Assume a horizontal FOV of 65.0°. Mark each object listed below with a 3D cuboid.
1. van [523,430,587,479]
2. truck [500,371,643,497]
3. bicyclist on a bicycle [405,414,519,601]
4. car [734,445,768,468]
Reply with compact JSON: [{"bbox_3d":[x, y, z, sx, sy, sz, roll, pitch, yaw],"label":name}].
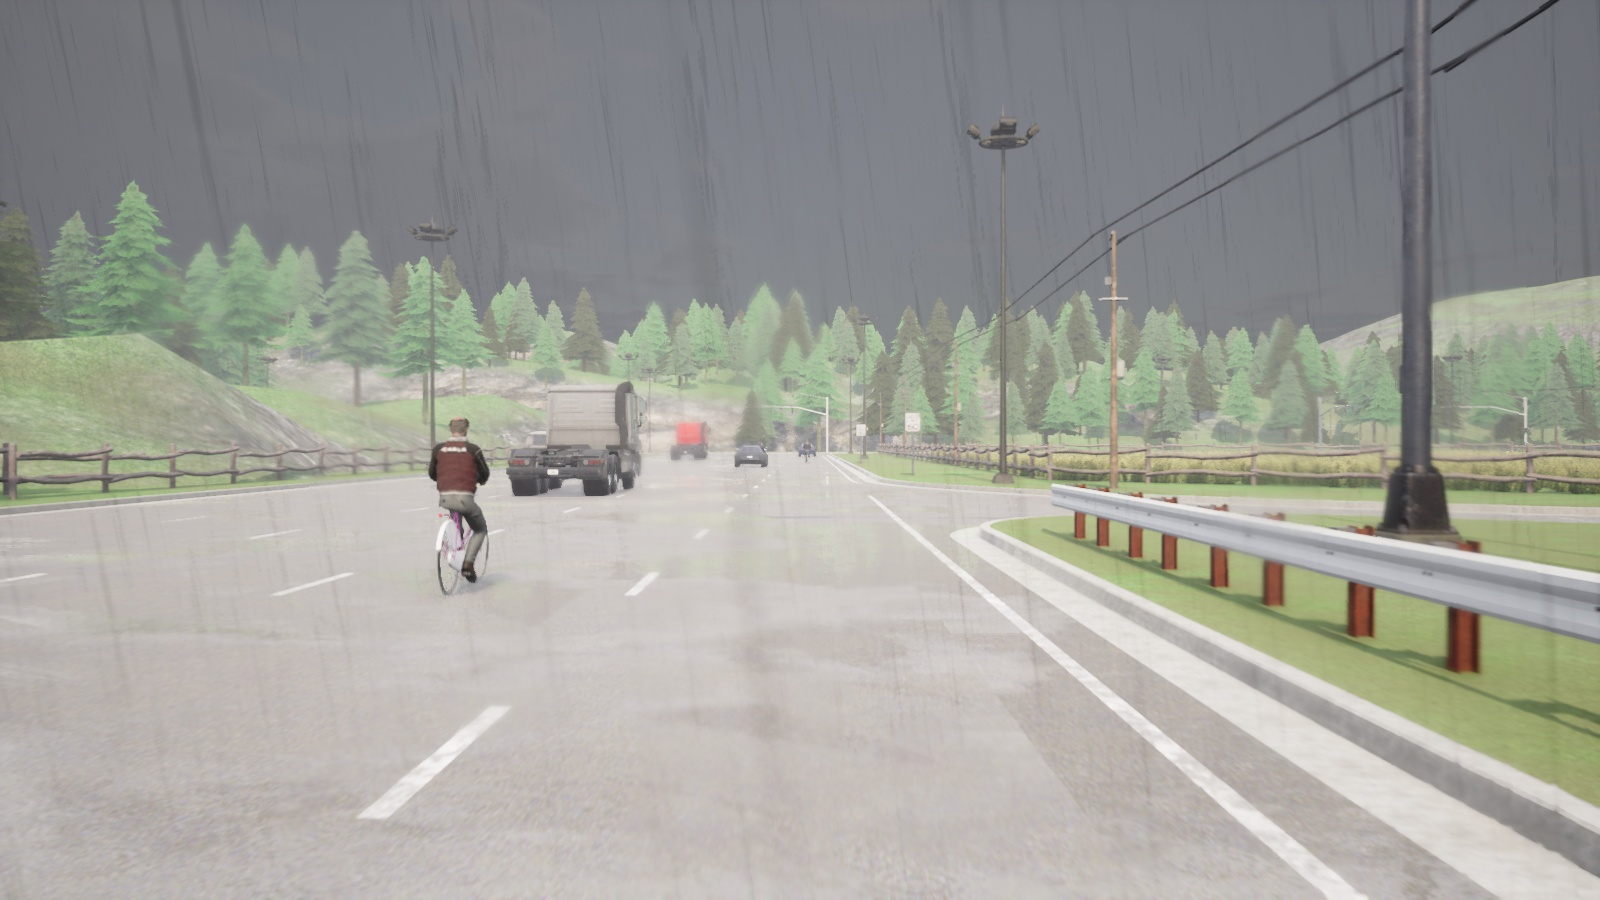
[{"bbox_3d":[-10.189,0.190,52.472,1.775,1.987,4.442,0,0,0],"label":"van"},{"bbox_3d":[-6.767,-0.458,38.474,2.891,3.462,7.936,0,0,0],"label":"truck"},{"bbox_3d":[-3.412,0.542,12.839,0.659,1.776,1.843,0,0,0],"label":"bicyclist on a bicycle"},{"bbox_3d":[-3.043,0.364,78.692,1.994,1.385,4.181,0,0,0],"label":"car"}]
